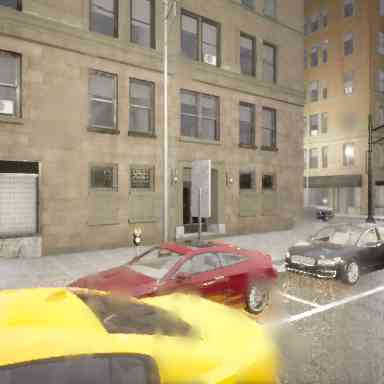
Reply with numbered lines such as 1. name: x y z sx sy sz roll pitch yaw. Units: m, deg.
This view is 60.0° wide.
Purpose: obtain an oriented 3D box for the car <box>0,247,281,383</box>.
1. car: -1.639 1.477 1.900 5.008 1.535 1.882 0 0 -35

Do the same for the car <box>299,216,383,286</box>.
1. car: 4.437 1.550 9.321 4.403 1.369 2.008 0 0 -35

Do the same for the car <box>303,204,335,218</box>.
1. car: 8.226 1.515 25.132 1.895 1.301 4.718 0 0 -35

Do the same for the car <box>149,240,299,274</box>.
1. car: -0.198 1.582 6.035 4.206 1.307 1.802 0 0 -35
